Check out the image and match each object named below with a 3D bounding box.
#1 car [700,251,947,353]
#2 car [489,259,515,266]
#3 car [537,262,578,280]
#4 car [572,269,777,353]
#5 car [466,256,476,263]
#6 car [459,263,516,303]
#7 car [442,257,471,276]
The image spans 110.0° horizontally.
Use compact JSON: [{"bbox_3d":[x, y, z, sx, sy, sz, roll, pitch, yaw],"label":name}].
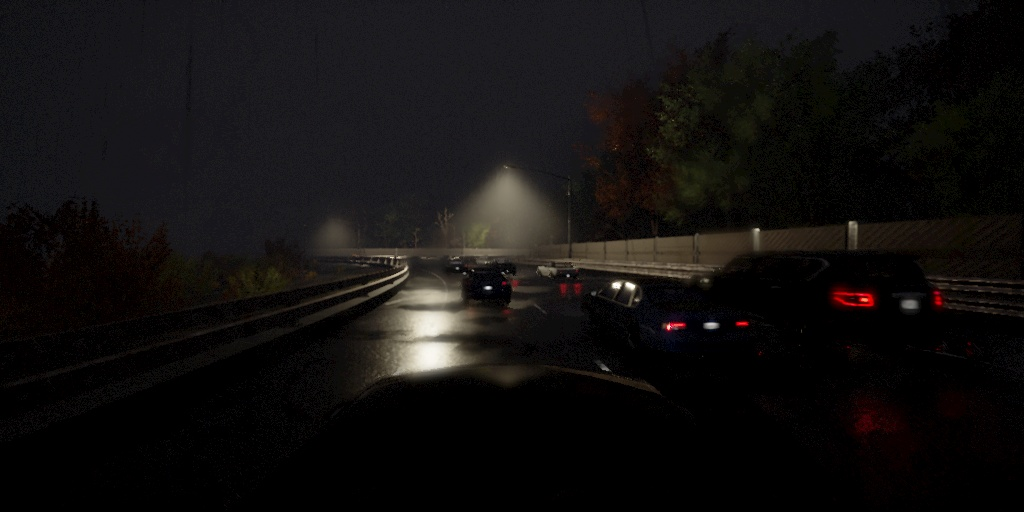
[{"bbox_3d":[6.604,0.904,8.829,2.150,2.045,5.566,0,1,-5],"label":"car"},{"bbox_3d":[-1.077,0.981,31.119,2.128,1.511,4.902,0,1,-17],"label":"car"},{"bbox_3d":[3.497,1.116,27.923,1.895,1.301,4.718,0,1,-14],"label":"car"},{"bbox_3d":[3.224,1.233,8.699,2.033,1.411,5.357,0,1,-5],"label":"car"},{"bbox_3d":[-7.338,0.722,62.395,1.837,1.490,4.892,-1,1,-13],"label":"car"},{"bbox_3d":[-1.225,1.189,15.865,1.994,1.385,4.181,0,1,-8],"label":"car"},{"bbox_3d":[-5.334,1.039,33.074,1.994,1.385,4.181,0,1,-17],"label":"car"}]
